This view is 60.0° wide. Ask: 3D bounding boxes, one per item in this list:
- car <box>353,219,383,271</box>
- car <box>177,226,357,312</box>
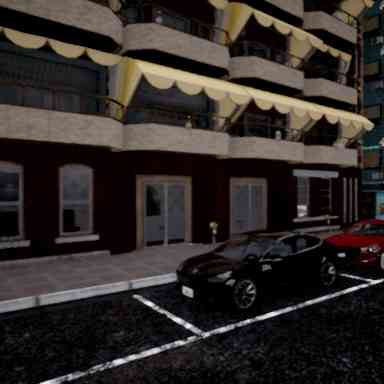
[{"bbox_3d":[6.190,1.588,10.984,4.507,1.381,1.887,0,-1,-35],"label":"car"},{"bbox_3d":[1.693,1.588,7.777,4.313,1.339,1.947,0,-1,-35],"label":"car"}]
